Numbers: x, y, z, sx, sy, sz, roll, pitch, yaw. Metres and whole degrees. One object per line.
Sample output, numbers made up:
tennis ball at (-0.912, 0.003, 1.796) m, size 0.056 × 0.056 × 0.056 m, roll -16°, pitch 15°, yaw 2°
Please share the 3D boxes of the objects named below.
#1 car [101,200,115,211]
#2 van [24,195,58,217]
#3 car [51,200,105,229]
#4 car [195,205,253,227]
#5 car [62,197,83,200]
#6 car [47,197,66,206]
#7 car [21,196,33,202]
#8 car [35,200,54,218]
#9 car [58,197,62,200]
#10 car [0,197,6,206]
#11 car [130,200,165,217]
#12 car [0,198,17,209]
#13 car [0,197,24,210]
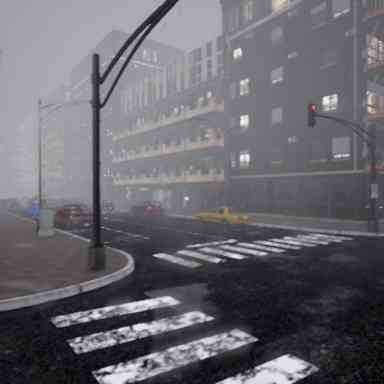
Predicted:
car at (-10.910, 1.629, 40.983) m, size 2.008 × 1.369 × 4.403 m, roll -1°, pitch 0°, yaw -36°
van at (-14.393, 1.459, 31.562) m, size 1.690 × 1.788 × 3.998 m, roll -1°, pitch 0°, yaw -36°
car at (-7.843, 1.559, 22.640) m, size 1.967 × 1.590 × 4.097 m, roll -1°, pitch 0°, yaw -36°
car at (2.087, 1.604, 23.273) m, size 1.752 × 1.417 × 4.829 m, roll -1°, pitch 0°, yaw -36°
car at (-17.459, 1.519, 49.905) m, size 1.967 × 1.590 × 4.097 m, roll -1°, pitch 0°, yaw -36°
car at (-24.007, 1.633, 58.829) m, size 2.008 × 1.369 × 4.403 m, roll -1°, pitch 0°, yaw -36°
car at (-40.380, 1.642, 81.138) m, size 1.887 × 1.381 × 4.507 m, roll -1°, pitch 0°, yaw -36°
car at (-11.017, 1.643, 26.965) m, size 1.752 × 1.417 × 4.829 m, roll -1°, pitch 0°, yaw -36°
car at (-20.733, 1.646, 54.367) m, size 1.947 × 1.339 × 4.313 m, roll -1°, pitch 0°, yaw -36°
car at (-34.038, 1.670, 58.333) m, size 1.887 × 1.381 × 4.507 m, roll -1°, pitch 0°, yaw -36°
car at (-4.361, 1.518, 32.059) m, size 1.967 × 1.590 × 4.097 m, roll -1°, pitch 0°, yaw -36°
car at (-27.489, 1.686, 49.410) m, size 1.947 × 1.339 × 4.313 m, roll -1°, pitch 0°, yaw -36°
car at (-24.216, 1.560, 44.948) m, size 1.967 × 1.590 × 4.097 m, roll -1°, pitch 0°, yaw -36°
